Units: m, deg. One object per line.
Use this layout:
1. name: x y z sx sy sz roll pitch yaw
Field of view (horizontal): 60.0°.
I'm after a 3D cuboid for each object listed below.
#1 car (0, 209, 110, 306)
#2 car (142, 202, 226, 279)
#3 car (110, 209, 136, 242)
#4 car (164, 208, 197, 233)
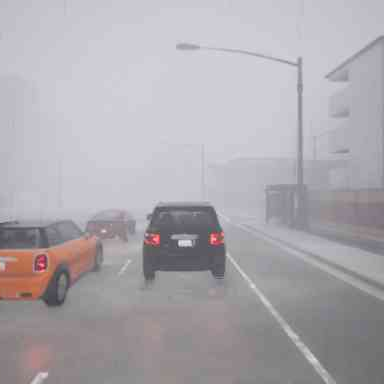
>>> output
1. car: -3.709 1.429 8.361 2.097 1.767 4.553 0 -1 -2
2. car: -0.277 1.315 10.485 2.150 2.045 5.566 0 0 -2
3. car: -4.073 1.635 17.393 1.882 1.535 5.008 0 -1 -3
4. car: -0.803 1.796 21.906 1.895 1.301 4.718 0 0 -3
